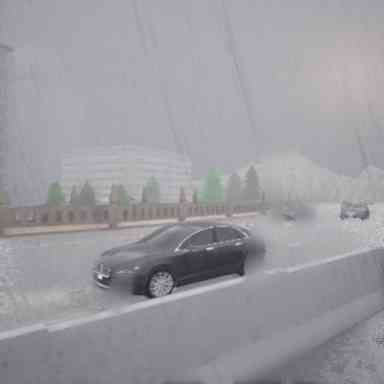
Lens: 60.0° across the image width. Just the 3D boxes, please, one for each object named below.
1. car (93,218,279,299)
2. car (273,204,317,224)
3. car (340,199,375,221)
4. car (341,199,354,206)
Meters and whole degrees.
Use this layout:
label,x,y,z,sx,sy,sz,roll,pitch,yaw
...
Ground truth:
label,x,y,z,sx,sy,sz,roll,pitch,yaw
car,-0.076,1.548,8.584,4.892,1.490,1.837,0,0,-40
car,8.457,1.703,26.907,2.033,1.411,5.357,0,-1,39
car,14.174,1.650,28.799,2.128,1.511,4.902,0,-1,35
car,28.944,1.952,61.934,1.895,1.301,4.718,0,0,28
